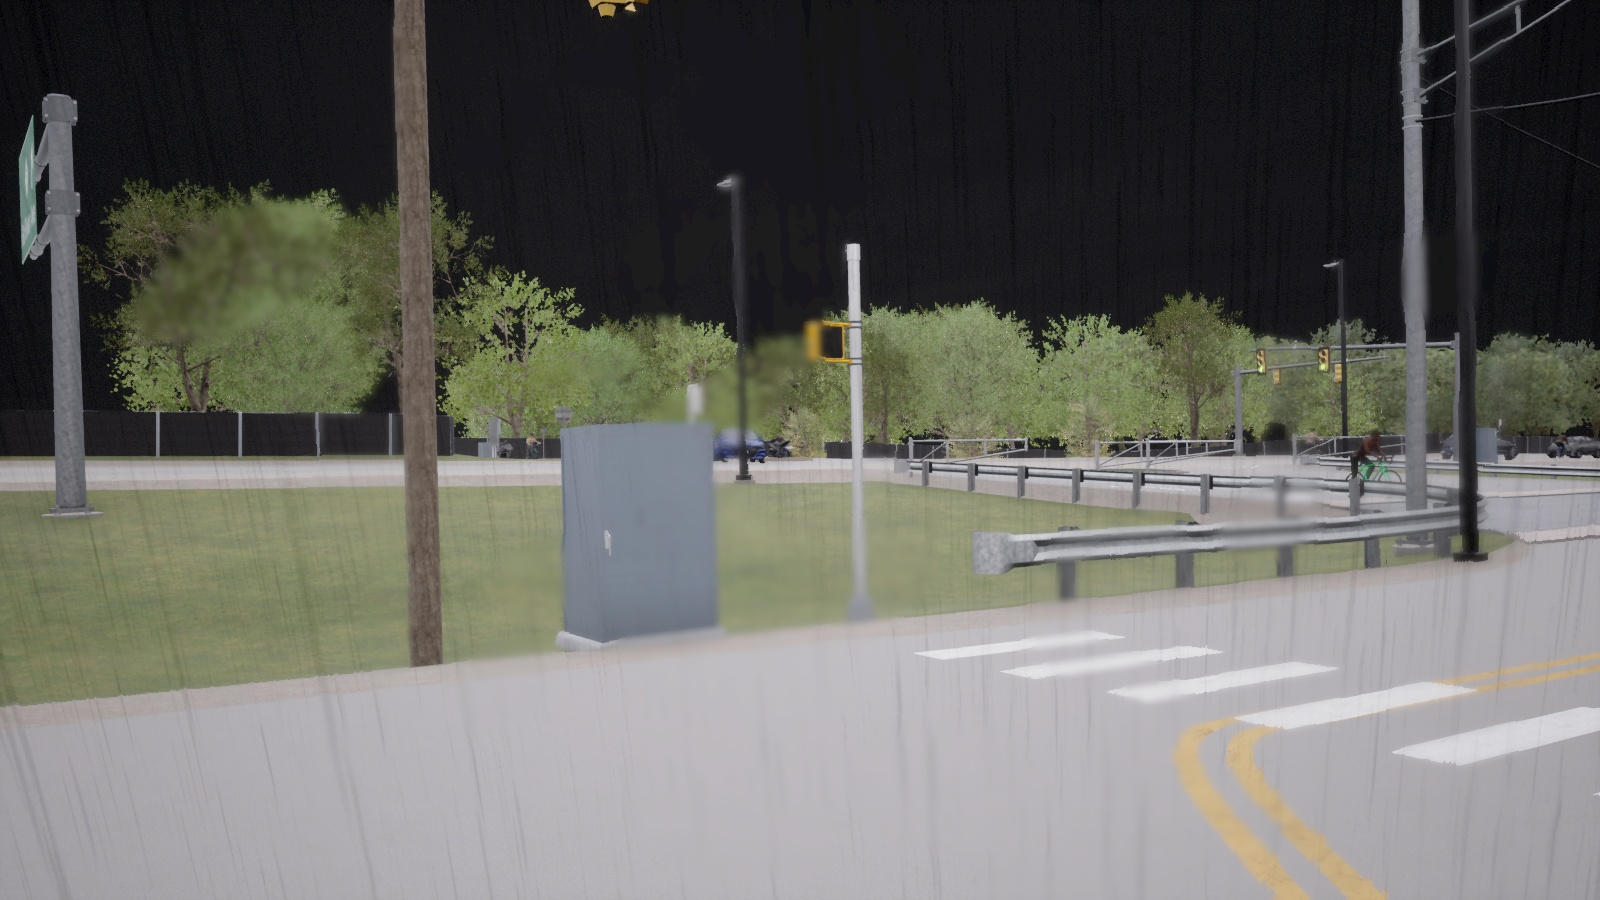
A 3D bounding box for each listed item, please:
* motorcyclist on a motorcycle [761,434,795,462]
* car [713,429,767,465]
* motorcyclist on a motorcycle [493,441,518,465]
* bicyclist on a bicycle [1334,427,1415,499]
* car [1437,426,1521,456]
[{"bbox_3d":[-1.239,-0.109,71.063,0.866,1.530,2.191,-1,1,-34],"label":"motorcyclist on a motorcycle"},{"bbox_3d":[-2.760,-0.160,56.744,1.882,1.535,5.008,0,1,-9],"label":"car"},{"bbox_3d":[-19.665,0.184,83.908,0.866,1.530,2.191,-2,0,-35],"label":"motorcyclist on a motorcycle"},{"bbox_3d":[13.443,0.322,29.412,0.582,1.620,1.656,-1,-2,-27],"label":"bicyclist on a bicycle"},{"bbox_3d":[39.182,-0.509,72.426,5.027,1.651,2.152,0,0,-34],"label":"car"}]
